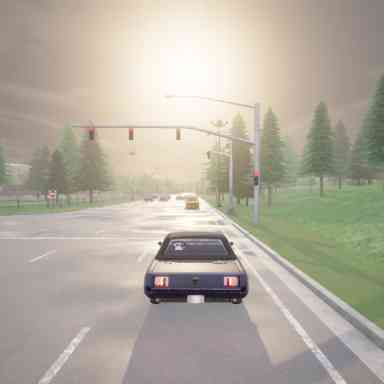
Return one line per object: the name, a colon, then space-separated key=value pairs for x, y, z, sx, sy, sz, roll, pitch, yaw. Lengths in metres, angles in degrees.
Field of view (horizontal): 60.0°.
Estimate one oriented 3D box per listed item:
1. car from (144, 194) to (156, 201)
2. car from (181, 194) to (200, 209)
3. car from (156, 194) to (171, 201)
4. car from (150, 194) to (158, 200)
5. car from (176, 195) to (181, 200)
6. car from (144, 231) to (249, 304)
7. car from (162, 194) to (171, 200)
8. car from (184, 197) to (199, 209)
car: x=-10.372 y=1.531 z=80.382 sx=2.033 sy=1.411 sz=5.357 roll=0 pitch=0 yaw=0
car: x=-0.066 y=1.090 z=46.239 sx=1.882 sy=1.535 sz=5.008 roll=-3 pitch=17 yaw=-4
car: x=-6.872 y=1.531 z=80.377 sx=2.033 sy=1.411 sz=5.357 roll=0 pitch=0 yaw=0
car: x=-10.355 y=1.332 z=90.802 sx=1.837 sy=1.490 sz=4.892 roll=0 pitch=0 yaw=0
car: x=-3.354 y=1.553 z=91.204 sx=1.994 sy=1.385 sz=4.181 roll=0 pitch=0 yaw=0
car: x=0.092 y=1.601 z=8.078 sx=1.895 sy=1.301 sz=4.718 roll=0 pitch=0 yaw=0
car: x=-6.855 y=1.372 z=90.797 sx=2.033 sy=1.411 sz=5.357 roll=0 pitch=0 yaw=0
car: x=0.004 y=1.576 z=49.746 sx=2.033 sy=1.411 sz=5.357 roll=-1 pitch=1 yaw=1
